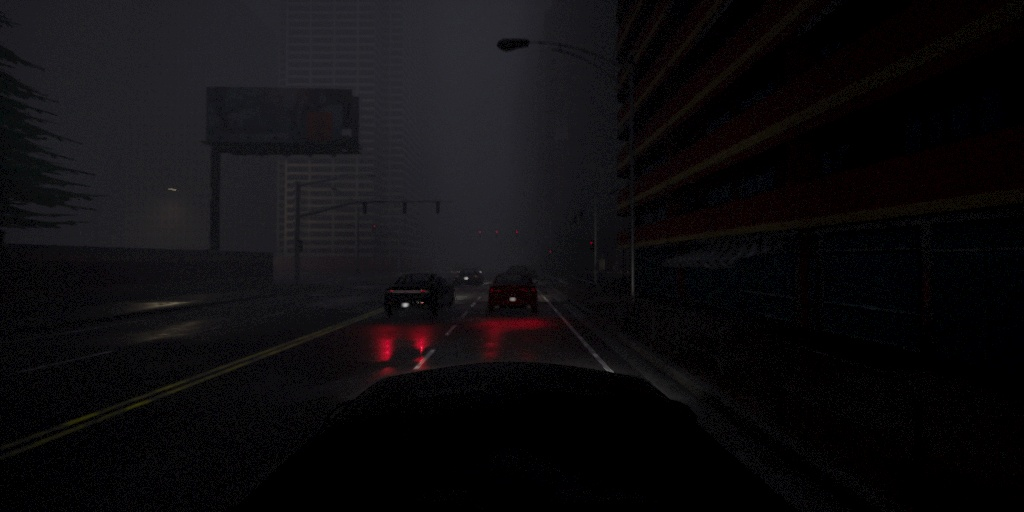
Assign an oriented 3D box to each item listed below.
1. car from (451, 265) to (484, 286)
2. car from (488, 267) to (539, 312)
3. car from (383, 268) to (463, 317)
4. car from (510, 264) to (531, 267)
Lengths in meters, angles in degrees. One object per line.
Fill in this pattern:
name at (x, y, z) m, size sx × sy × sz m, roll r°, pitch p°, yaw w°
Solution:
car at (-3.452, 1.699, 29.204) m, size 1.994 × 1.385 × 4.181 m, roll 0°, pitch -1°, yaw 1°
car at (0.052, 1.417, 15.243) m, size 1.882 × 1.535 × 5.008 m, roll 0°, pitch -1°, yaw 1°
car at (-3.457, 1.416, 14.124) m, size 2.128 × 1.511 × 4.902 m, roll 0°, pitch -1°, yaw 1°
car at (0.823, 1.482, 28.940) m, size 2.097 × 1.767 × 4.553 m, roll 0°, pitch -1°, yaw 13°
